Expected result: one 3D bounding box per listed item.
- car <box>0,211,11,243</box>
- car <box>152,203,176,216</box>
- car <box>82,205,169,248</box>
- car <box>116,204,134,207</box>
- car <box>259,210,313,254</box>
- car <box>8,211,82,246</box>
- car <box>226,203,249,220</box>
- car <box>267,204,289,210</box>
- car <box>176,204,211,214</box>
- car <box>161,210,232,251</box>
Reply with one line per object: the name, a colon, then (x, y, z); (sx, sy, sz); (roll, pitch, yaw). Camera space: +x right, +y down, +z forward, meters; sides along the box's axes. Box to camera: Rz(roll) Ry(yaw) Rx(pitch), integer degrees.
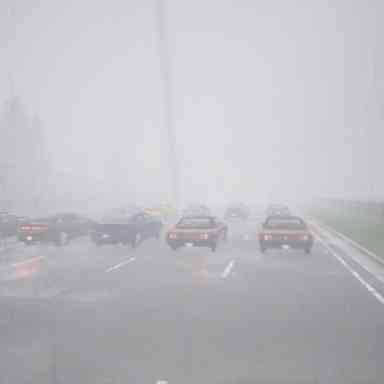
car: (-9.749, 1.752, 17.325); (2.128, 1.511, 4.902); (-1, 0, 14)
car: (-2.789, 1.743, 31.273); (1.882, 1.535, 5.008); (-1, 0, 14)
car: (-2.898, 1.633, 15.872); (1.882, 1.535, 5.008); (-1, 0, 14)
car: (-6.215, 1.843, 31.999); (1.812, 1.442, 4.674); (-1, 0, 14)
car: (3.815, 1.650, 13.868); (1.895, 1.301, 4.718); (-1, 0, 14)
car: (-6.347, 1.714, 16.505); (1.837, 1.490, 4.892); (-1, 0, 14)
car: (3.992, 1.685, 29.541); (1.812, 1.442, 4.674); (-1, 0, 14)
car: (7.326, 1.707, 28.452); (1.895, 1.301, 4.718); (-1, 0, 14)
car: (0.492, 1.758, 29.976); (2.033, 1.411, 5.357); (-1, 0, 14)
car: (0.413, 1.702, 14.687); (1.895, 1.301, 4.718); (-1, 0, 14)
